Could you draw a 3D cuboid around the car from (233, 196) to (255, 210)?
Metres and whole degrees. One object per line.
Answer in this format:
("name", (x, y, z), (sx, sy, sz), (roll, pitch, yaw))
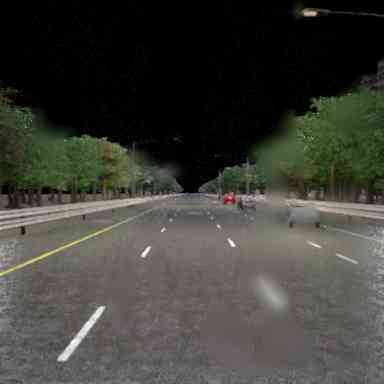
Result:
("car", (7.039, 1.563, 43.565), (2.128, 1.511, 4.902), (0, 0, 0))

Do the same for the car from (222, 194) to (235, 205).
("car", (7.057, 1.328, 63.549), (2.150, 2.045, 5.566), (0, 0, 0))

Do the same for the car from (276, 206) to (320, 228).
("car", (7.018, 1.605, 22.439), (1.994, 1.385, 4.181), (0, 0, 0))
